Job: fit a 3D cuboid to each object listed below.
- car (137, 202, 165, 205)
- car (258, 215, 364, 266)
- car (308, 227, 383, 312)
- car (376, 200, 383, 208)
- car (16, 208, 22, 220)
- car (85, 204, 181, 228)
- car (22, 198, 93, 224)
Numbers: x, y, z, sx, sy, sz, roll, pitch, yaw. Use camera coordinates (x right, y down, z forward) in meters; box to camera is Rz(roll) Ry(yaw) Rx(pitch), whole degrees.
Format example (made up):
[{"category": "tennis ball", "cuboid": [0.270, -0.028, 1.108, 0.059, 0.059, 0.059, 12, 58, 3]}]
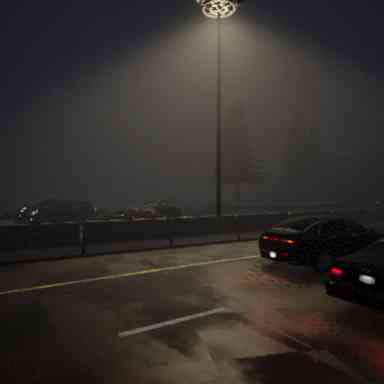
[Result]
[{"category": "car", "cuboid": [-3.055, 1.457, 22.697, 4.902, 1.511, 2.128, 0, 0, -31]}, {"category": "car", "cuboid": [4.315, 1.496, 10.571, 4.892, 1.490, 1.837, 0, 0, -32]}, {"category": "car", "cuboid": [5.119, 1.544, 7.004, 5.357, 1.411, 2.033, 0, 0, -32]}, {"category": "car", "cuboid": [27.052, 1.327, 44.682, 4.553, 1.767, 2.097, 0, 0, -19]}, {"category": "car", "cuboid": [-11.120, 1.303, 25.849, 4.553, 1.767, 2.097, 0, 0, -33]}, {"category": "car", "cuboid": [-3.164, 1.571, 18.539, 4.718, 1.301, 1.895, 0, 0, -32]}, {"category": "car", "cuboid": [-8.956, 1.309, 23.088, 4.553, 1.767, 2.097, 0, 0, -33]}]
